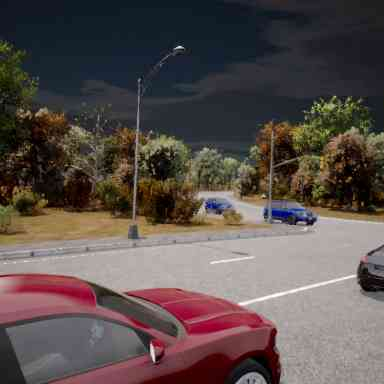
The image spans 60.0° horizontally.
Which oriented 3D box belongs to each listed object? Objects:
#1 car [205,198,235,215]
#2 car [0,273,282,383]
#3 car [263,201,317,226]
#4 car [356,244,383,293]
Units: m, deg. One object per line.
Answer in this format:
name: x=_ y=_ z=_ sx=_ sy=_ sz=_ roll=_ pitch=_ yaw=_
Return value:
car: x=3.530 y=1.789 z=42.141 sx=2.150 sy=2.045 sz=5.566 roll=3 pitch=0 yaw=-20
car: x=-1.349 y=1.479 z=2.783 sx=5.008 sy=1.535 sz=1.882 roll=0 pitch=0 yaw=-36
car: x=8.624 y=1.851 z=29.786 sx=2.150 sy=2.045 sz=5.566 roll=3 pitch=-2 yaw=-23
car: x=5.800 y=1.665 z=7.936 sx=4.181 sy=1.385 sz=1.994 roll=1 pitch=-1 yaw=-35
